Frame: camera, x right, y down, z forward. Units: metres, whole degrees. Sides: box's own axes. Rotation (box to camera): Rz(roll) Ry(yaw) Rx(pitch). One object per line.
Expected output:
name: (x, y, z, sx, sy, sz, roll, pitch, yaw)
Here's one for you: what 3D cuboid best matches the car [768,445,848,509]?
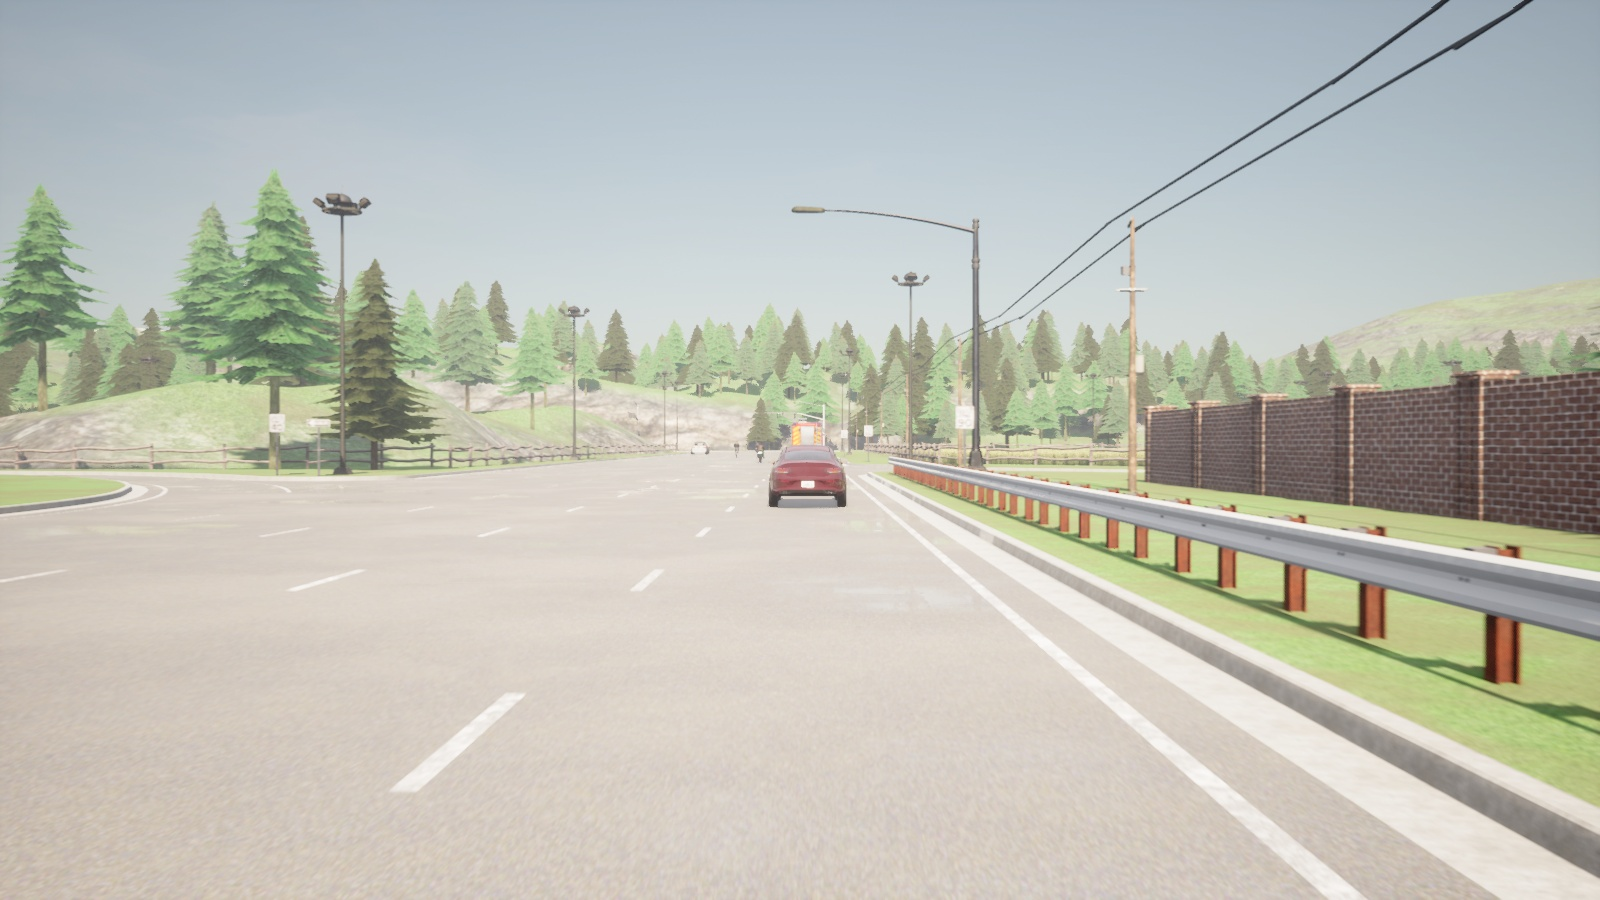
car: (0.190, 0.599, 30.824, 1.812, 1.442, 4.674, 0, 0, 0)
